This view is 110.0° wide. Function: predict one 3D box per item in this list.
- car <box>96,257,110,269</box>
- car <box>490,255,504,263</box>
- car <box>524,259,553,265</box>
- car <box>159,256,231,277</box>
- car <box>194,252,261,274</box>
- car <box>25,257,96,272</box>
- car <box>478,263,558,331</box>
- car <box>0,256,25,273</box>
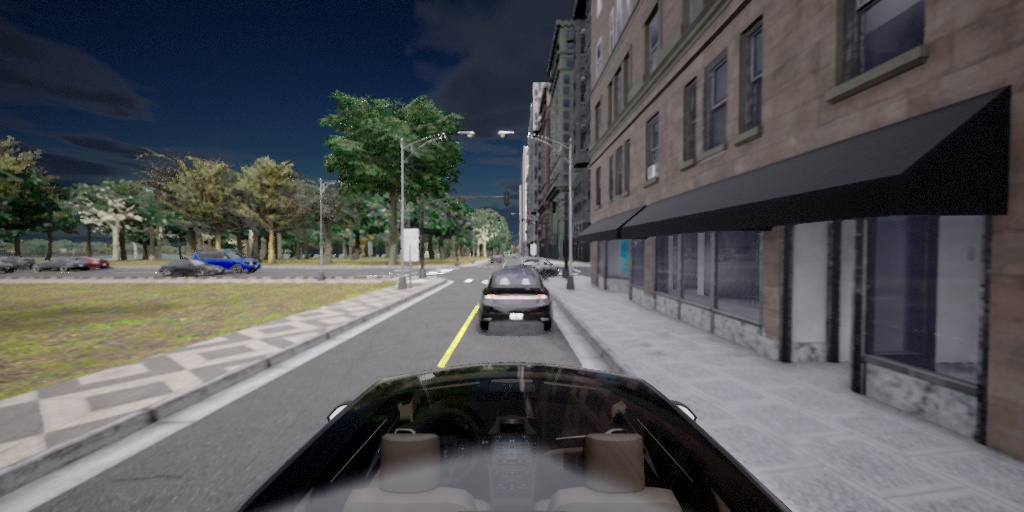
[{"bbox_3d":[-47.665,0.812,39.922,4.674,1.442,1.812,0,1,0],"label":"car"},{"bbox_3d":[-2.765,0.581,61.917,2.033,1.411,5.357,0,1,1],"label":"car"},{"bbox_3d":[1.903,0.967,26.693,1.812,1.442,4.674,0,0,27],"label":"car"},{"bbox_3d":[-26.804,0.981,30.052,4.674,1.442,1.812,0,1,0],"label":"car"},{"bbox_3d":[-26.559,0.608,33.318,5.566,2.045,2.150,0,1,0],"label":"car"},{"bbox_3d":[-46.167,0.913,36.718,4.181,1.385,1.994,0,1,0],"label":"car"},{"bbox_3d":[0.097,1.123,10.513,2.128,1.511,4.902,0,1,0],"label":"car"},{"bbox_3d":[-49.352,0.933,33.396,4.892,1.490,1.837,-1,1,0],"label":"car"}]
